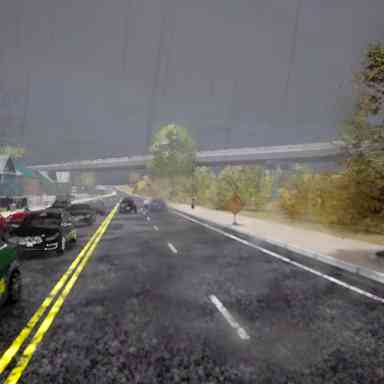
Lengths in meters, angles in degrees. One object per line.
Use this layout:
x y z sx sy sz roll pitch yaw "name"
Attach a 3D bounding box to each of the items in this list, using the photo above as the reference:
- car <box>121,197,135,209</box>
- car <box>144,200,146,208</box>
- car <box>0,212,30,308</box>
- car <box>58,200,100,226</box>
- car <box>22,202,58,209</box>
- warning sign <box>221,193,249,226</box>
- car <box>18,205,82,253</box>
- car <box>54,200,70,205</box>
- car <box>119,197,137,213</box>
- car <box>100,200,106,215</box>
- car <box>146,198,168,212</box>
-9.157 1.476 47.540 1.837 1.490 4.892 -1 1 -11 "car"
-5.932 1.530 47.968 1.895 1.301 4.718 -1 0 -11 "car"
-4.229 1.386 4.894 2.097 1.767 4.553 -1 0 -11 "car"
-7.848 1.543 23.494 1.812 1.442 4.674 -1 0 -11 "car"
-11.140 1.658 23.357 1.895 1.301 4.718 -1 0 -10 "car"
2.537 1.020 19.636 1.300 1.860 1.060 1 2 -11 "warning sign"
-5.931 1.530 13.607 1.837 1.490 4.892 -1 0 -11 "car"
-13.098 1.557 33.546 1.837 1.490 4.892 -1 0 -11 "car"
-6.997 1.496 36.442 1.812 1.442 4.674 -1 0 -11 "car"
-9.852 1.559 33.907 2.033 1.411 5.357 -1 0 -11 "car"
-3.834 1.455 37.197 1.812 1.442 4.674 -1 0 -11 "car"
